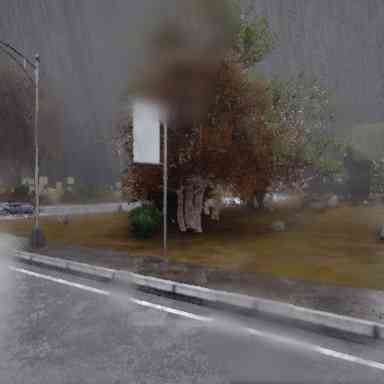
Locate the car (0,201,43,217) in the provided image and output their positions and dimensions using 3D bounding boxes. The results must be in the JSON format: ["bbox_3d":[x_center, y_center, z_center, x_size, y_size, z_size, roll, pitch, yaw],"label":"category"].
[{"bbox_3d":[-16.205,1.495,30.962,1.994,1.385,4.181,0,0,39],"label":"car"}]
